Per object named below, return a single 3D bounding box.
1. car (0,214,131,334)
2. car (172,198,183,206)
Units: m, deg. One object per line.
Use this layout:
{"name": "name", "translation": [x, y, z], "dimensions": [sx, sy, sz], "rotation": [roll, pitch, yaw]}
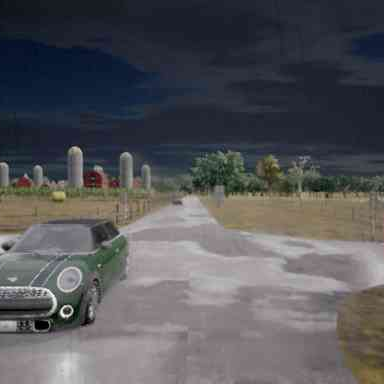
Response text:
{"name": "car", "translation": [-2.712, 1.391, 7.128], "dimensions": [2.097, 1.767, 4.553], "rotation": [0, 0, 0]}
{"name": "car", "translation": [-2.544, 1.750, 59.138], "dimensions": [1.895, 1.301, 4.718], "rotation": [0, 0, 0]}
